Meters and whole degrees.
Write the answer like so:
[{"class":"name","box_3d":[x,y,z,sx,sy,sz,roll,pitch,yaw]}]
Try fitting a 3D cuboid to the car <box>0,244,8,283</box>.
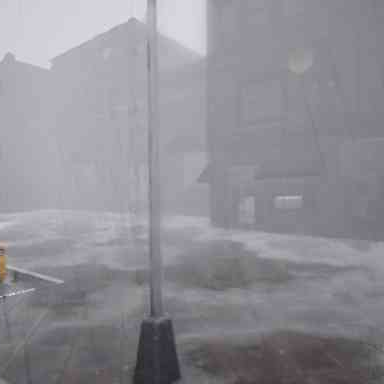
[{"class":"car","box_3d":[-6.416,1.504,8.127,5.008,1.535,2.097,0,0,37]}]
